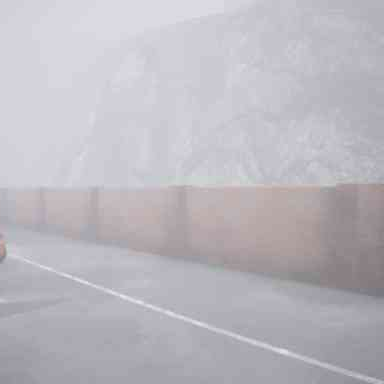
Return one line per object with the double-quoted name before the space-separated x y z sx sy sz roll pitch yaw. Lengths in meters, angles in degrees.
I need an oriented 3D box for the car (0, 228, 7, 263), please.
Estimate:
"car" -7.731 1.303 10.654 4.553 1.767 2.097 0 0 43
